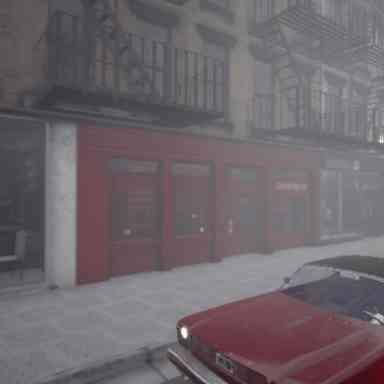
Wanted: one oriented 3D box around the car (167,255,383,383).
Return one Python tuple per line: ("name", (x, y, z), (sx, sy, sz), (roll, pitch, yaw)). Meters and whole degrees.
("car", (2.077, 1.600, 4.240), (4.718, 1.301, 1.895), (0, 0, -35))
